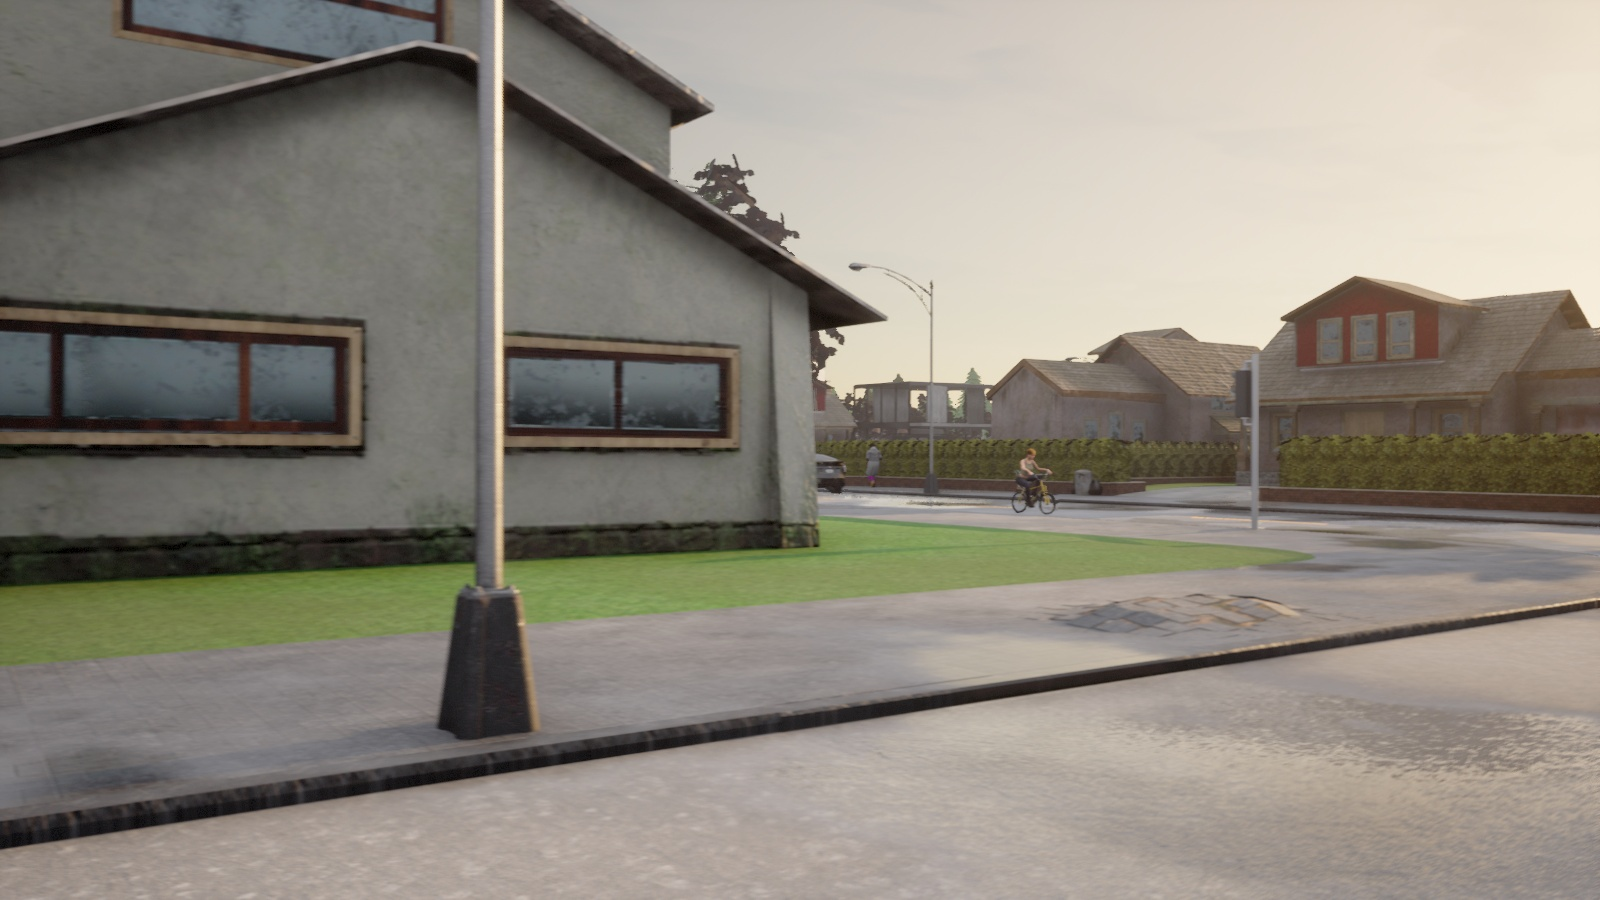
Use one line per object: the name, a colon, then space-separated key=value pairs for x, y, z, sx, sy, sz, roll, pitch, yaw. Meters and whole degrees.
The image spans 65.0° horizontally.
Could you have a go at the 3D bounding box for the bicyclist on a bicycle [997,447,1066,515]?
bicyclist on a bicycle: x=5.685 y=0.745 z=30.878 sx=0.866 sy=1.612 sz=1.509 roll=0 pitch=0 yaw=-35

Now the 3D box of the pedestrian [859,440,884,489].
pedestrian: x=2.873 y=0.573 z=50.548 sx=0.659 sy=1.952 sz=0.873 roll=0 pitch=0 yaw=-27

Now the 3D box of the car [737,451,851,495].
car: x=-0.264 y=0.806 z=46.465 sx=2.007 sy=1.525 sz=4.514 roll=0 pitch=0 yaw=-35
